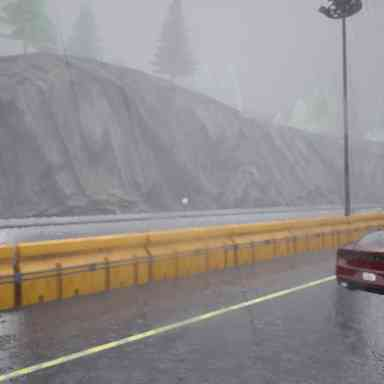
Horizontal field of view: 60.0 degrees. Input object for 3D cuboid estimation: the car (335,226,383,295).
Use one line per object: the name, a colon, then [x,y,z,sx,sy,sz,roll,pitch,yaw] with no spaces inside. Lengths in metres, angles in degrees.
car: [5.501,1.542,8.163,5.008,1.535,1.882,0,-1,-38]
